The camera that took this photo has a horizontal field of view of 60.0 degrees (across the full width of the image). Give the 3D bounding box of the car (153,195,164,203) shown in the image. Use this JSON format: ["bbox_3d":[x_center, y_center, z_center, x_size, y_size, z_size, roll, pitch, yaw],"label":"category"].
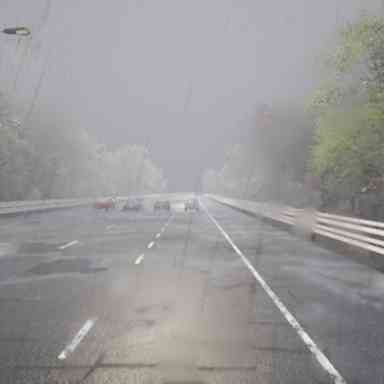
[{"bbox_3d":[-6.972,1.475,69.328,1.882,1.535,5.008,0,0,0],"label":"car"}]

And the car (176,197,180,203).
[{"bbox_3d":[-3.470,1.592,69.613,1.895,1.301,4.718,0,0,0],"label":"car"}]

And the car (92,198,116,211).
[{"bbox_3d":[-10.489,1.473,40.151,1.882,1.535,5.008,0,0,0],"label":"car"}]

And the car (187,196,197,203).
[{"bbox_3d":[0.030,1.592,69.697,1.895,1.301,4.718,0,0,0],"label":"car"}]

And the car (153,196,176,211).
[{"bbox_3d":[-3.491,1.487,39.819,2.128,1.511,4.902,0,0,0],"label":"car"}]

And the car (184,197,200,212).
[{"bbox_3d":[0.000,1.542,38.987,2.033,1.411,5.357,0,0,0],"label":"car"}]

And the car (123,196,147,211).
[{"bbox_3d":[-6.992,1.559,40.133,1.994,1.385,4.181,0,0,0],"label":"car"}]
